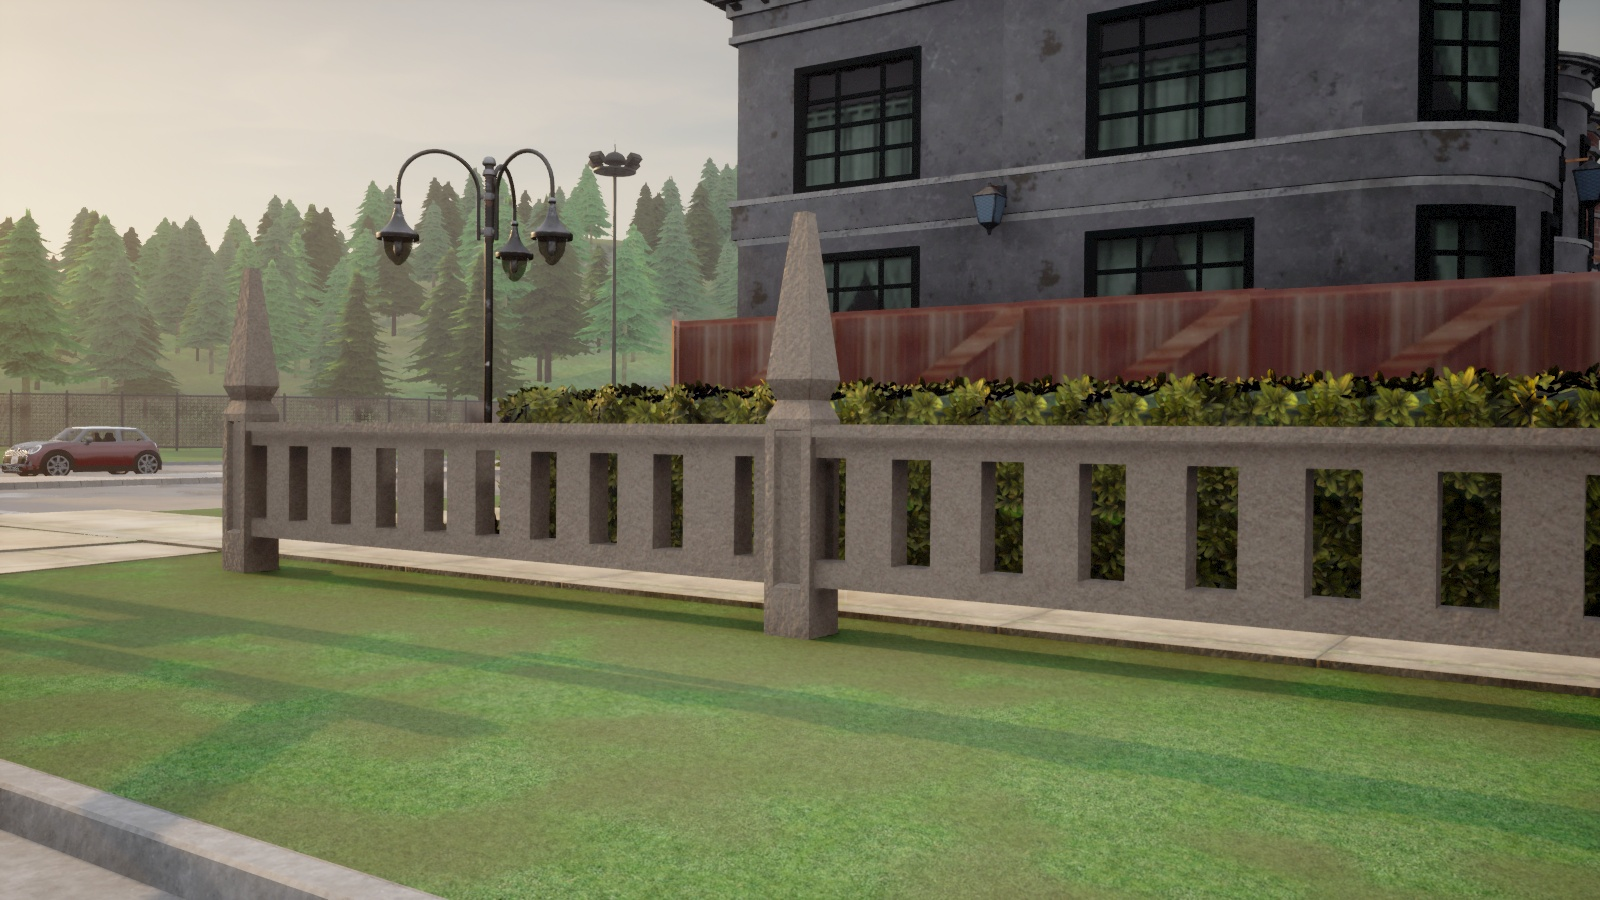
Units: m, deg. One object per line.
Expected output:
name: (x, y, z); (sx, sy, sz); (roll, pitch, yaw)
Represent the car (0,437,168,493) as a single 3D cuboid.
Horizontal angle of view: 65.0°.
car: (-20.619, 0.389, 36.179); (1.970, 1.475, 3.806); (0, 1, 34)
